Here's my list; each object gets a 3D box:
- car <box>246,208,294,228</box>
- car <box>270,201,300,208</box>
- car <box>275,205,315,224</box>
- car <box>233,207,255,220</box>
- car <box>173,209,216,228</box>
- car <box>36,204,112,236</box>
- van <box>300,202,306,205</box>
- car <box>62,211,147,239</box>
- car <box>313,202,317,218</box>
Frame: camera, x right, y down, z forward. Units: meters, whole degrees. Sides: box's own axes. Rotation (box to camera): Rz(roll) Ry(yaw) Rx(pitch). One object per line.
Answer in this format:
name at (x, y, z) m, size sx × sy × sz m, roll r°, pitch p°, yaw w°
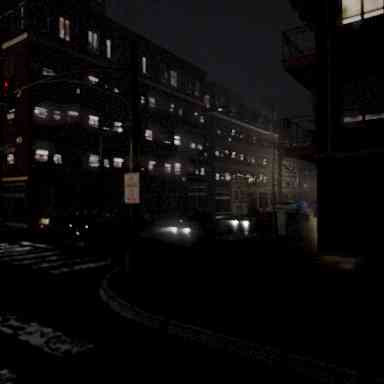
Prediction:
car at (6.169, 2.117, 25.853) m, size 1.802 × 1.307 × 4.206 m, roll -2°, pitch -2°, yaw 35°
car at (12.190, 2.161, 44.380) m, size 2.150 × 2.045 × 5.566 m, roll -1°, pitch -1°, yaw 35°
car at (9.431, 2.191, 30.509) m, size 2.008 × 1.369 × 4.403 m, roll -2°, pitch -2°, yaw 35°
car at (6.005, 2.306, 35.640) m, size 1.994 × 1.385 × 4.181 m, roll -1°, pitch -1°, yaw 34°
car at (0.282, 2.123, 27.472) m, size 1.994 × 1.385 × 4.181 m, roll -1°, pitch -1°, yaw 34°
car at (-7.229, 1.731, 21.292) m, size 2.192 × 1.841 × 5.009 m, roll -2°, pitch -2°, yaw 35°
van at (18.868, 2.594, 58.527) m, size 1.690 × 1.788 × 3.998 m, roll -2°, pitch -2°, yaw 35°
car at (-4.967, 1.993, 20.006) m, size 1.895 × 1.301 × 4.718 m, roll -1°, pitch -1°, yaw 36°
car at (15.953, 2.289, 39.821) m, size 1.967 × 1.590 × 4.097 m, roll -2°, pitch -2°, yaw 35°
